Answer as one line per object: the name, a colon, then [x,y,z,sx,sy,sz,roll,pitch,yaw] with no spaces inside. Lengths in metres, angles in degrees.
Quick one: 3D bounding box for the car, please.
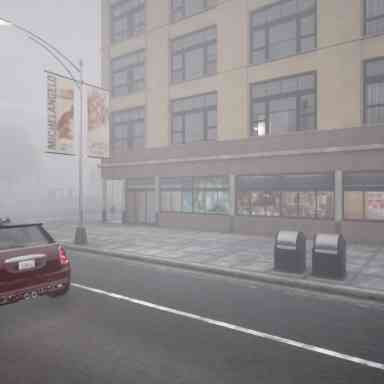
car: [-4.756,1.352,7.367,4.553,1.767,2.097,0,0,36]
